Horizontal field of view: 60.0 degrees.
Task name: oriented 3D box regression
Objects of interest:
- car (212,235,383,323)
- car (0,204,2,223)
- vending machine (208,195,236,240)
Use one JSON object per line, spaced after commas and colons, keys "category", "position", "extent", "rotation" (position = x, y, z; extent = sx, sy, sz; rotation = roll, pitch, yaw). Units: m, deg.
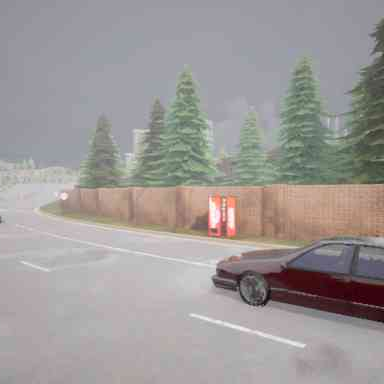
{"category": "car", "position": [3.045, 1.548, 6.237], "extent": [5.357, 1.411, 2.033], "rotation": [0, 0, 36]}
{"category": "car", "position": [-15.765, 1.224, 25.035], "extent": [2.150, 2.045, 5.566], "rotation": [0, -1, -36]}
{"category": "vending machine", "position": [1.479, 1.199, 16.322], "extent": [0.880, 2.100, 1.100], "rotation": [0, 0, 42]}
